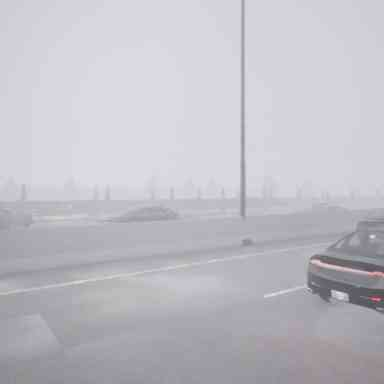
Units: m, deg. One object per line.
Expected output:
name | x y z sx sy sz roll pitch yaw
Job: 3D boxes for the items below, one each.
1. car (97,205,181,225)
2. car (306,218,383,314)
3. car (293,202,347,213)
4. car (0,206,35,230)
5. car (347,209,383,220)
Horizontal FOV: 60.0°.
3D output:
car | -2.959 1.505 19.070 4.892 1.490 1.837 0 0 -35
car | 4.412 1.492 6.891 4.902 1.511 2.128 0 0 -35
car | 9.049 1.493 23.319 4.902 1.511 2.128 0 0 -35
car | -11.037 1.492 17.613 4.902 1.511 2.128 0 0 -35
car | 9.074 1.506 14.509 4.892 1.490 1.837 0 0 -35
